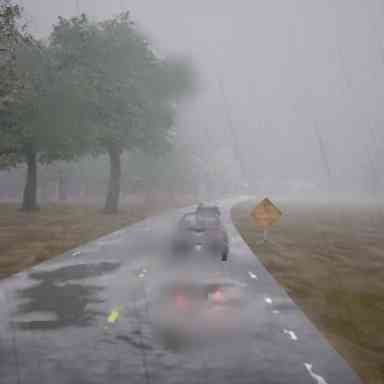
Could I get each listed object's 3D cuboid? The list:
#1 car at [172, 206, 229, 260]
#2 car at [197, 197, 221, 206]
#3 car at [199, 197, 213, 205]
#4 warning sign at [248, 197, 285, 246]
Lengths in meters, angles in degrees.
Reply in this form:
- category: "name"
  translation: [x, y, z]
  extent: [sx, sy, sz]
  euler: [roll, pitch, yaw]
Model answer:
- category: "car"
  translation: [0.356, 1.515, 12.511]
  extent: [2.128, 1.511, 4.902]
  euler: [0, 0, 3]
- category: "car"
  translation: [1.423, 1.511, 28.580]
  extent: [1.882, 1.535, 5.008]
  euler: [0, 0, 6]
- category: "car"
  translation: [2.517, 1.597, 59.636]
  extent: [1.895, 1.301, 4.718]
  euler: [0, 0, 11]
- category: "warning sign"
  translation: [2.980, 1.143, 13.418]
  extent: [1.300, 1.860, 1.060]
  euler: [1, 0, 3]
